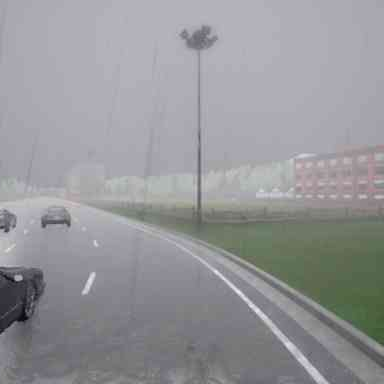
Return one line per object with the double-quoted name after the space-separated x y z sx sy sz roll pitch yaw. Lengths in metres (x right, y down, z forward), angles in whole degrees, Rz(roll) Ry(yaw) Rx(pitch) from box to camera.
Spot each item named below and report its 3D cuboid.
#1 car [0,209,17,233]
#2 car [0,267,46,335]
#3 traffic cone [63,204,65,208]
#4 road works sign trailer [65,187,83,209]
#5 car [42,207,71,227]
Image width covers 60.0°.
-12.385 1.766 21.141 2.033 1.411 5.357 0 -1 -22 "car"
-3.620 1.594 4.268 2.033 1.411 5.357 0 -1 -6 "car"
-23.552 2.572 61.470 0.340 0.580 0.340 0 -1 -23 "traffic cone"
-19.451 1.020 55.621 2.380 3.560 2.880 0 -1 -23 "road works sign trailer"
-10.350 1.820 25.361 1.994 1.385 4.181 0 -1 -23 "car"
